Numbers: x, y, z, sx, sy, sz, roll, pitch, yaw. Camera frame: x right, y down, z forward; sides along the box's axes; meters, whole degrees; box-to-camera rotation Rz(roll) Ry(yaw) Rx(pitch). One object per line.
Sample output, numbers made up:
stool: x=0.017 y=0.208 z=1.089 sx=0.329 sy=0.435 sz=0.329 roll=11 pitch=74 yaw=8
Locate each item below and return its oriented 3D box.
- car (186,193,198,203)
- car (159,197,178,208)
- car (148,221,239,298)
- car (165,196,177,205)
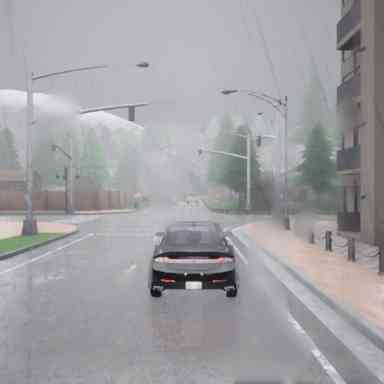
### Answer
car: x=0.066 y=1.220 z=67.775 sx=2.150 sy=2.045 sz=5.566 roll=0 pitch=0 yaw=0
car: x=-3.615 y=1.489 z=47.805 sx=2.128 sy=1.511 sz=4.902 roll=0 pitch=0 yaw=0
car: x=0.051 y=1.491 z=8.502 sx=2.128 sy=1.511 sz=4.902 roll=0 pitch=0 yaw=0
car: x=-3.609 y=1.522 z=57.906 sx=1.812 sy=1.442 sz=4.674 roll=0 pitch=0 yaw=0
